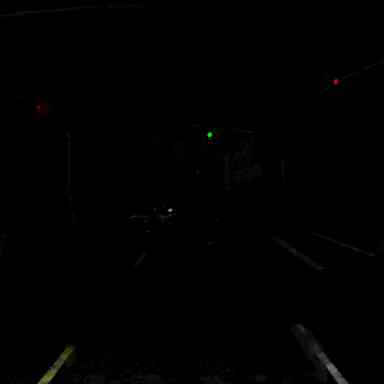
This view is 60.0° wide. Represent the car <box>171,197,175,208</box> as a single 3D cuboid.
[{"bbox_3d":[-3.281,1.346,44.173,2.033,1.411,5.357,0,0,1],"label":"car"}]

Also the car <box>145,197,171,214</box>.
[{"bbox_3d":[-3.374,1.355,32.701,1.837,1.490,4.892,0,0,0],"label":"car"}]
